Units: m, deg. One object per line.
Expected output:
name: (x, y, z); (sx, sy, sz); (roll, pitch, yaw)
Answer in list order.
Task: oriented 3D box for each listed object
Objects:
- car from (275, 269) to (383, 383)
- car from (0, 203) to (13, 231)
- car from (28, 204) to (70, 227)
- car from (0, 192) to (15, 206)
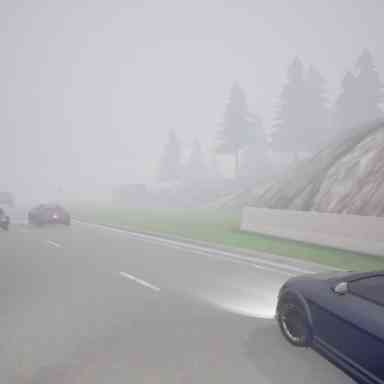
car: (2.717, 1.536, 3.858); (1.994, 1.385, 4.181); (0, 0, -15)
car: (-11.862, 1.525, 19.226); (1.895, 1.301, 4.718); (0, 0, -35)
car: (-9.480, 1.468, 21.966); (1.994, 1.385, 4.181); (0, 0, -35)
car: (-26.239, 1.032, 46.713); (2.150, 2.045, 5.566); (0, 0, -24)
